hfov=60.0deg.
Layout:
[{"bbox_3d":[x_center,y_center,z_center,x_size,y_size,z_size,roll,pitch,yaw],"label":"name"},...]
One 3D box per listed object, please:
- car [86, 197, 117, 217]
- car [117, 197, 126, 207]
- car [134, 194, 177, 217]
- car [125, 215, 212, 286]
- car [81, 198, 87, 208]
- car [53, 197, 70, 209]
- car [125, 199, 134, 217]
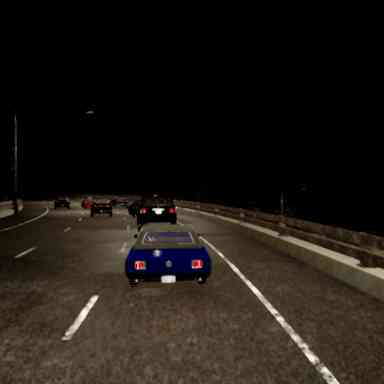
[{"bbox_3d":[-8.324,1.402,30.527,2.128,1.511,4.902,0,0,-16],"label":"car"},{"bbox_3d":[-9.866,1.359,44.592,2.128,1.511,4.902,0,0,-24],"label":"car"},{"bbox_3d":[-2.228,1.158,20.085,2.150,2.045,5.566,0,0,-10],"label":"car"},{"bbox_3d":[-0.689,1.572,9.325,1.895,1.301,4.718,0,0,-5],"label":"car"},{"bbox_3d":[-13.572,1.435,44.283,1.994,1.385,4.181,0,0,-24],"label":"car"},{"bbox_3d":[-16.838,1.369,43.039,2.128,1.511,4.902,0,0,-24],"label":"car"},{"bbox_3d":[-4.732,1.472,30.661,1.994,1.385,4.181,0,0,-16],"label":"car"}]
